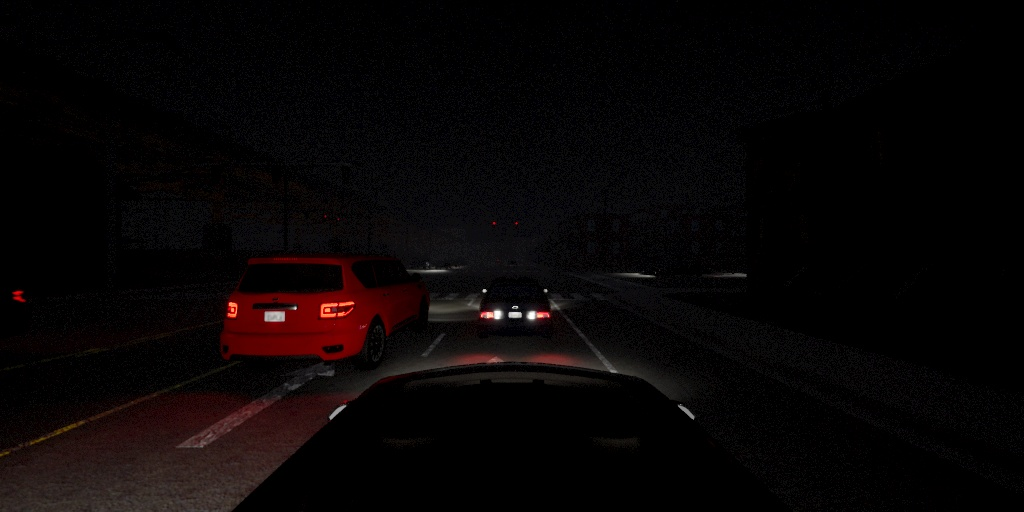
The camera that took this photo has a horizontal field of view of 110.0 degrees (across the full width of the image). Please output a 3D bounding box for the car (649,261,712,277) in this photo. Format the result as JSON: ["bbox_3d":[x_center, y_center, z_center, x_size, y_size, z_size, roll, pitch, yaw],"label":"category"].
[{"bbox_3d":[17.007,1.306,35.898,5.357,1.411,2.033,0,0,0],"label":"car"}]

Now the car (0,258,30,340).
[{"bbox_3d":[-10.596,0.972,4.661,2.150,2.045,5.566,0,0,0],"label":"car"}]

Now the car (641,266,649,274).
[{"bbox_3d":[17.114,1.307,39.383,5.357,1.411,2.033,0,0,2],"label":"car"}]

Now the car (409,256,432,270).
[{"bbox_3d":[-14.059,0.985,55.619,2.150,2.045,5.566,0,0,0],"label":"car"}]

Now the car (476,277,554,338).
[{"bbox_3d":[0.085,1.300,10.141,2.033,1.411,5.357,0,0,0],"label":"car"}]

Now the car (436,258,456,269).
[{"bbox_3d":[-10.563,1.255,55.410,2.128,1.511,4.902,0,0,0],"label":"car"}]

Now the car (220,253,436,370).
[{"bbox_3d":[-3.424,0.973,7.889,2.150,2.045,5.566,0,0,0],"label":"car"}]
